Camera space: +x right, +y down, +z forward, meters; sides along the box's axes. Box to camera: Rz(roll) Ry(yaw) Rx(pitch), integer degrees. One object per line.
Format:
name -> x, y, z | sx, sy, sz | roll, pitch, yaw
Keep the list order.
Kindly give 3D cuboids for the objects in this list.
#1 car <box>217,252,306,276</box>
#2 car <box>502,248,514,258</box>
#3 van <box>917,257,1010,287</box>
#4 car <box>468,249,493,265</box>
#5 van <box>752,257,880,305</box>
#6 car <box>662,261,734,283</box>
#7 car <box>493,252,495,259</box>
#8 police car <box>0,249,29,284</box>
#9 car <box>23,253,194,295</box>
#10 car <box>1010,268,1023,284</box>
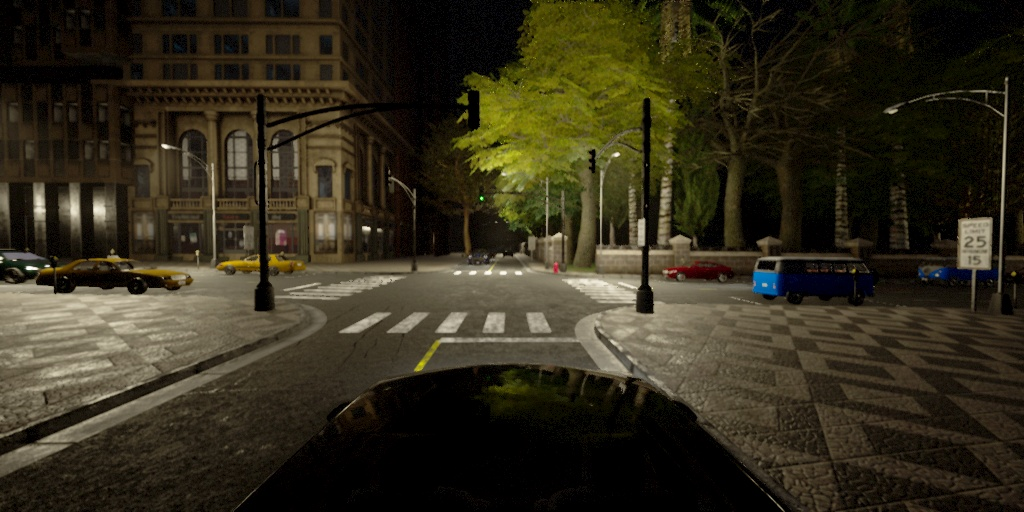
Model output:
car -> -15.598, 0.460, 22.375 | 4.829, 1.417, 1.751 | 0, 0, 0
car -> -0.694, -0.483, 63.102 | 1.837, 1.490, 4.892 | 0, 2, -1
van -> 28.227, 0.980, 22.726 | 3.998, 1.789, 1.690 | 0, 0, 0
car -> -3.502, 0.030, 38.681 | 2.097, 1.767, 4.553 | 0, 2, 0
van -> 11.733, 0.926, 14.070 | 3.998, 1.789, 1.690 | 0, 0, 0
car -> 11.657, 0.954, 22.593 | 4.207, 1.307, 1.802 | 0, 0, 0
car -> -3.664, -0.230, 55.855 | 1.994, 1.385, 4.181 | 0, 1, 0
police car -> -23.254, 0.461, 16.533 | 4.974, 1.542, 2.038 | 1, 1, 0
car -> -15.184, 0.674, 13.855 | 4.829, 1.417, 1.751 | 0, 0, 0
car -> 33.750, 1.273, 22.770 | 4.507, 1.381, 1.888 | 0, 0, 0
